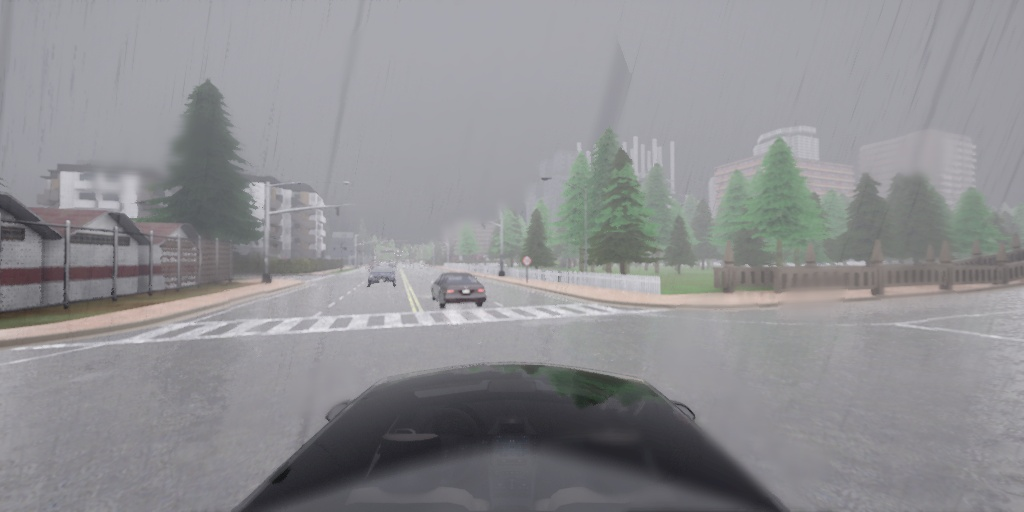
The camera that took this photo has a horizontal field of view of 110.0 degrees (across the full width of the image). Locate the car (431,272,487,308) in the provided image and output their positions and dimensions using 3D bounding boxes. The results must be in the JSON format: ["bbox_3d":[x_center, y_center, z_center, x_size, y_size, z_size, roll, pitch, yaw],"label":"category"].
[{"bbox_3d":[-2.525,1.437,16.144,2.033,1.411,5.357,0,-1,-18],"label":"car"}]

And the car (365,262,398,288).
[{"bbox_3d":[-9.321,1.361,25.861,1.812,1.442,4.674,0,-1,-18],"label":"car"}]
